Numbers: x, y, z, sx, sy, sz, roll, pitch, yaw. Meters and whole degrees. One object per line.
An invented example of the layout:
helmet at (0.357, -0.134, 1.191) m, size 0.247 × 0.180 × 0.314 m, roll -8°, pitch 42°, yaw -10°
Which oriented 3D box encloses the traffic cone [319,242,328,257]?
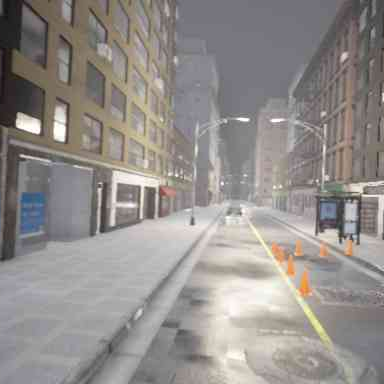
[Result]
traffic cone at (5.467, 2.374, 13.821) m, size 0.340 × 0.580 × 0.340 m, roll 3°, pitch -1°, yaw 7°

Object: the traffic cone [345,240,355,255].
traffic cone at (6.517, 2.263, 13.694) m, size 0.340 × 0.580 × 0.340 m, roll 5°, pitch 0°, yaw 9°

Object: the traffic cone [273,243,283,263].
traffic cone at (3.239, 2.249, 12.083) m, size 0.340 × 0.580 × 0.340 m, roll 3°, pitch -1°, yaw 7°

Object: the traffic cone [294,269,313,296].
traffic cone at (2.749, 2.181, 8.114) m, size 0.340 × 0.580 × 0.340 m, roll 3°, pitch -1°, yaw 7°

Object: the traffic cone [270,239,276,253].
traffic cone at (3.484, 2.283, 14.068) m, size 0.340 × 0.580 × 0.340 m, roll 3°, pitch -1°, yaw 7°

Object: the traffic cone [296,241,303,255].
traffic cone at (4.476, 2.329, 13.944) m, size 0.340 × 0.580 × 0.340 m, roll 3°, pitch -1°, yaw 7°

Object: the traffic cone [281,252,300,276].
traffic cone at (2.994, 2.215, 10.099) m, size 0.340 × 0.580 × 0.340 m, roll 3°, pitch -1°, yaw 7°

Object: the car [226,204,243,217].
car at (5.272, 2.235, 41.236) m, size 1.812 × 1.442 × 4.674 m, roll 3°, pitch -1°, yaw 7°
